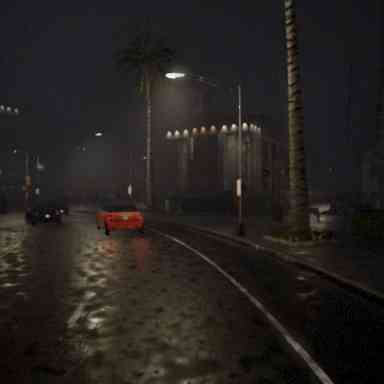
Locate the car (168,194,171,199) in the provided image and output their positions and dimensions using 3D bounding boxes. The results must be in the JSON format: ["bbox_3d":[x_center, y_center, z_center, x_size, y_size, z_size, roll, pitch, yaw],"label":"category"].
[{"bbox_3d":[-3.524,1.552,64.251,4.674,1.452,2.002,0,0,30],"label":"car"}]

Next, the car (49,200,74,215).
[{"bbox_3d":[-14.246,1.603,33.865,1.837,1.490,4.892,0,0,-44],"label":"car"}]

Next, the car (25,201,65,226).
[{"bbox_3d":[-11.038,1.637,24.561,1.994,1.385,4.181,0,0,-33],"label":"car"}]

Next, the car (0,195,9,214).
[{"bbox_3d":[-22.076,1.343,35.996,5.566,2.045,2.150,0,0,35],"label":"car"}]

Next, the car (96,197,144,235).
[{"bbox_3d":[-4.326,1.400,19.493,2.097,1.767,4.553,0,0,-23],"label":"car"}]

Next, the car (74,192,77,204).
[{"bbox_3d":[-23.753,1.431,62.882,4.553,1.767,2.185,0,0,30],"label":"car"}]
